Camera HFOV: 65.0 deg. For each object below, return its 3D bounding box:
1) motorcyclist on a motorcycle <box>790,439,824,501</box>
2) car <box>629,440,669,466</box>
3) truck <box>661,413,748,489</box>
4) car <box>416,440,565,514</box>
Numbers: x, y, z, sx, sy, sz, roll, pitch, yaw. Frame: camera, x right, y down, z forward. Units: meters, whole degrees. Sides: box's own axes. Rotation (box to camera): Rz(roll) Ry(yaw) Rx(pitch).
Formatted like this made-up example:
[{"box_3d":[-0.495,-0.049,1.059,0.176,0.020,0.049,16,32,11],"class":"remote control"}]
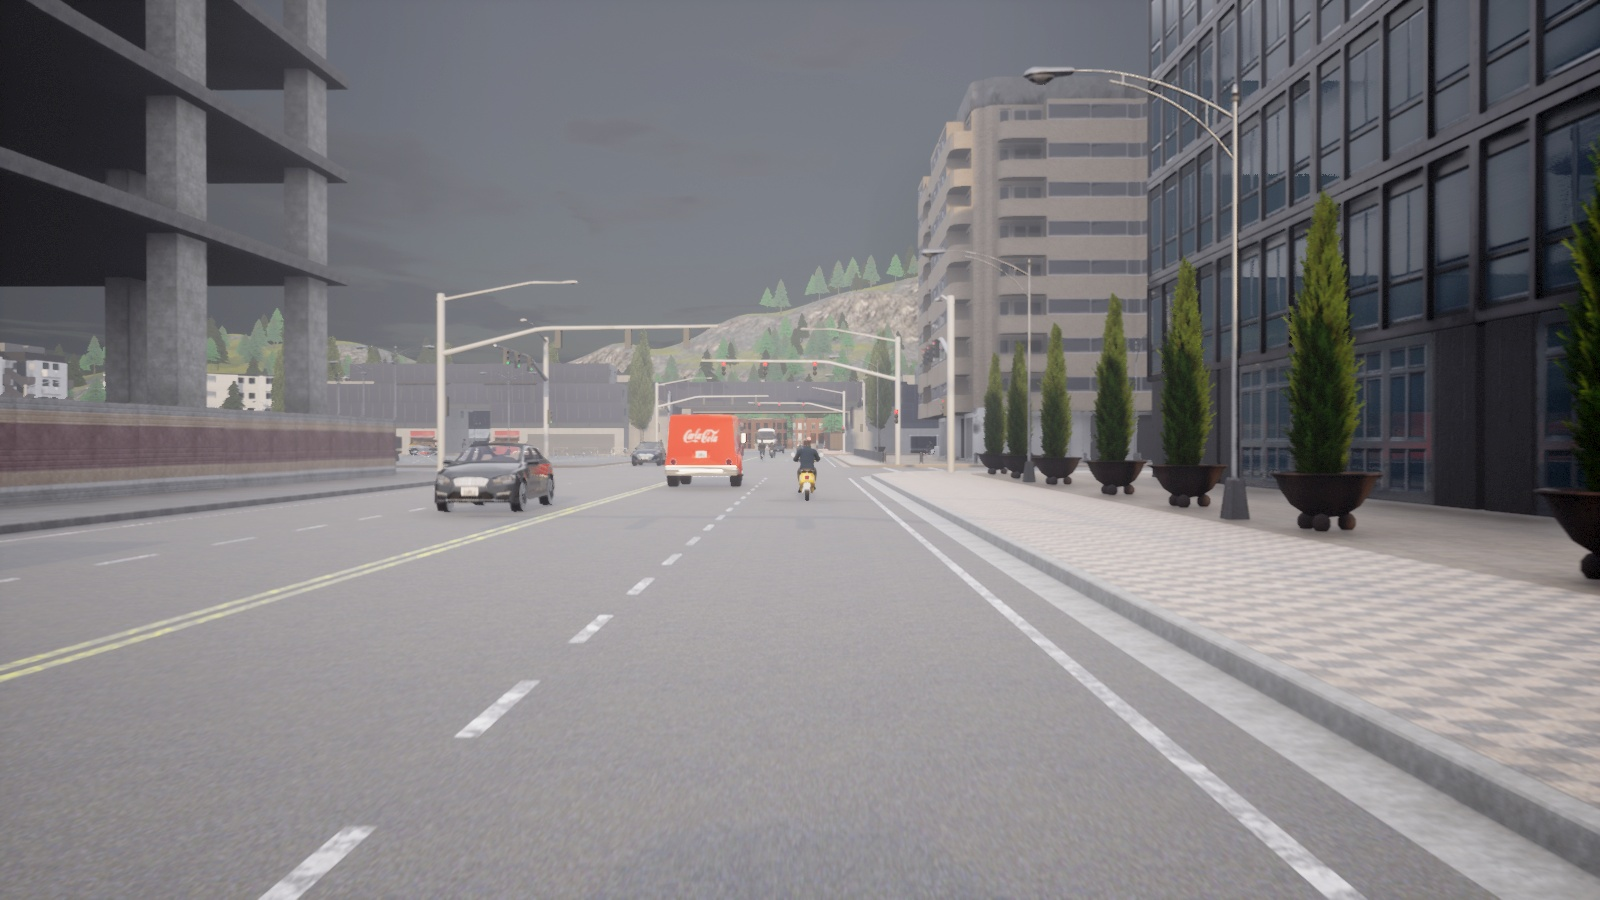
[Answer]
[{"box_3d":[0.193,0.514,33.004,0.866,1.590,1.817,0,0,1],"class":"motorcyclist on a motorcycle"},{"box_3d":[-10.010,0.198,83.537,2.033,1.649,4.856,0,0,0],"class":"car"},{"box_3d":[-3.236,0.012,43.741,2.627,2.467,5.204,0,0,0],"class":"truck"},{"box_3d":[-6.824,0.538,28.278,2.128,1.511,4.902,0,0,0],"class":"car"}]
